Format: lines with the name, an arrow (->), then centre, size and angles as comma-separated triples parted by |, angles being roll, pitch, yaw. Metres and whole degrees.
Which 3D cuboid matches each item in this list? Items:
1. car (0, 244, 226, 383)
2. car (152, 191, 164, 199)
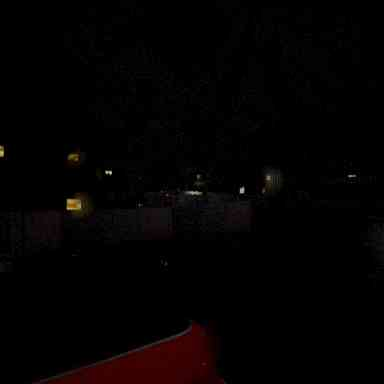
car -> -1.970, 1.351, 2.149 | 4.553, 1.767, 2.097 | 0, 0, -35
car -> -6.442, 0.639, 61.681 | 1.812, 1.442, 4.674 | 1, 1, -21
